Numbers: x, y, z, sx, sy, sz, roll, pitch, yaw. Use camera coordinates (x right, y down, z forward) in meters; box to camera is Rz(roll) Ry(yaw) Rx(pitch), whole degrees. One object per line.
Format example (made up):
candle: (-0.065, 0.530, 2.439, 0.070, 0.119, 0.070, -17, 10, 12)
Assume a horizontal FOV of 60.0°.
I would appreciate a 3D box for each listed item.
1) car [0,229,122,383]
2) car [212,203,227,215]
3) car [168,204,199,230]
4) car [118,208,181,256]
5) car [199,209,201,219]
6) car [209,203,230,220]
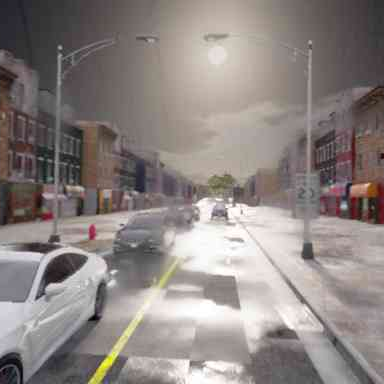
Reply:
car: (-2.567, 1.528, 4.714, 1.812, 1.442, 4.674, 1, -1, 3)
car: (3.964, 2.363, 47.633, 1.882, 1.535, 5.008, 1, -1, 5)
car: (-0.945, 1.661, 23.608, 2.097, 1.767, 4.553, 1, -1, 5)
car: (-1.785, 1.635, 13.853, 1.837, 1.490, 4.892, 1, -1, 5)
car: (-0.085, 2.066, 33.365, 2.033, 1.411, 5.357, 1, -1, 5)
car: (2.999, 2.155, 35.872, 1.812, 1.442, 4.674, 1, -1, 5)
